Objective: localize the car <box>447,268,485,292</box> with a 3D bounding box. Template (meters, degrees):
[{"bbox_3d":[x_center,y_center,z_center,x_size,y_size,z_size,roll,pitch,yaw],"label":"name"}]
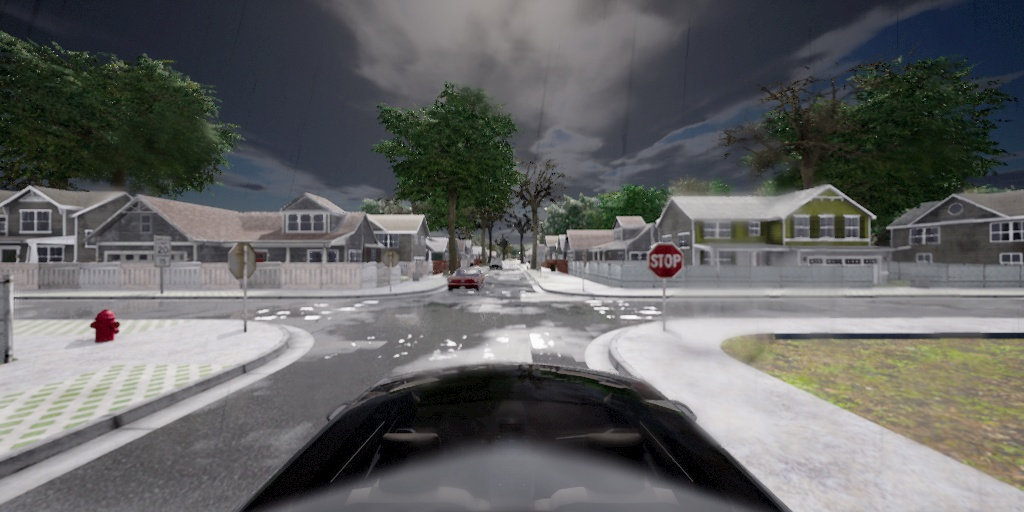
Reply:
[{"bbox_3d":[-2.729,1.452,22.093,1.895,1.301,4.718,0,0,0],"label":"car"}]

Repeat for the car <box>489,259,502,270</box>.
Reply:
[{"bbox_3d":[-2.688,1.363,60.084,2.097,1.767,4.553,0,0,0],"label":"car"}]
